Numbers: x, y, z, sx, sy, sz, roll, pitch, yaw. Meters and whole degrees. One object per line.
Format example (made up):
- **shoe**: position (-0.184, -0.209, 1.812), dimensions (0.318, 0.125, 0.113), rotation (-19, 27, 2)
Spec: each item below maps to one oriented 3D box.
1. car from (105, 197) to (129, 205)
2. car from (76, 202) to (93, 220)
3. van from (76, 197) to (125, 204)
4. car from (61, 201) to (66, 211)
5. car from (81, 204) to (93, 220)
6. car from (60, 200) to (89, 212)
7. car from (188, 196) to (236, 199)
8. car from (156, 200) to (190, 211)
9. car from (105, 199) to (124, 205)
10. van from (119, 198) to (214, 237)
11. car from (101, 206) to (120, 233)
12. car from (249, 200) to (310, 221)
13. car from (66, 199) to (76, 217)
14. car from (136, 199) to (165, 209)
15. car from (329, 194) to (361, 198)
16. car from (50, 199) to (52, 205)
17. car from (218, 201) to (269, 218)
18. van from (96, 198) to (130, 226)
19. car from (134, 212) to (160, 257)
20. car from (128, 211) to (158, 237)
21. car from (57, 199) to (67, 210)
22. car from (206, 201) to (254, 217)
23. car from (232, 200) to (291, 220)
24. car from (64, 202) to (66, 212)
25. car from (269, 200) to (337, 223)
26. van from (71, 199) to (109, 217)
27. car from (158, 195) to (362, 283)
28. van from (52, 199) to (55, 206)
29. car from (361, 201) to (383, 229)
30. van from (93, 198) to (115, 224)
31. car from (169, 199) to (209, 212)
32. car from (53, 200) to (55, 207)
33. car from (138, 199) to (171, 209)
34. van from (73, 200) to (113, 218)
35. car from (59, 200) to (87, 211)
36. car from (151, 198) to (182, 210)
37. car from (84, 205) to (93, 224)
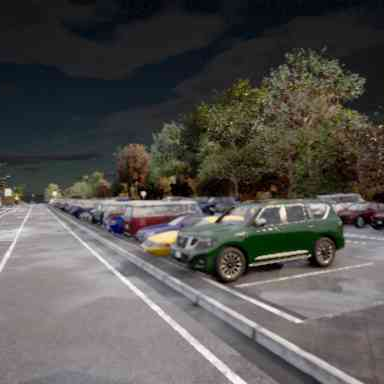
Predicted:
- **car**: position (-19.612, 2.367, 86.993), dimensions (5.566, 2.045, 2.435), rotation (-1, 0, -25)
- **car**: position (-8.596, 2.085, 33.049), dimensions (4.892, 1.521, 2.231), rotation (-1, 0, -25)
- **van**: position (-9.700, 1.906, 35.637), dimensions (4.442, 1.987, 1.878), rotation (-1, 0, -25)
- **car**: position (-16.970, 2.433, 50.796), dimensions (4.674, 1.452, 2.002), rotation (-1, 0, -25)
- **car**: position (-7.409, 2.075, 30.510), dimensions (4.674, 1.452, 2.002), rotation (-1, 0, -25)
- **car**: position (-20.586, 2.398, 58.391), dimensions (4.553, 1.767, 2.185), rotation (-1, 0, -25)
- **car**: position (2.927, 1.548, 39.177), dimensions (5.566, 2.045, 2.435), rotation (-1, 0, -25)
- **car**: position (-2.982, 2.048, 51.728), dimensions (4.792, 1.488, 2.163), rotation (-1, 0, -25)
- **car**: position (-20.820, 2.704, 89.632), dimensions (4.674, 1.452, 2.002), rotation (-1, 0, -25)
- **van**: position (-1.333, 1.503, 17.881), dimensions (4.442, 1.987, 1.878), rotation (-1, -1, -25)
- **car**: position (-2.631, 1.797, 20.362), dimensions (5.008, 1.535, 2.097), rotation (-1, -1, -25)
- **car**: position (7.689, 1.579, 29.140), dimensions (5.008, 1.535, 2.097), rotation (-1, -1, -25)
- **car**: position (-11.025, 1.927, 38.108), dimensions (5.566, 2.045, 2.435), rotation (-1, 0, -25)
- **car**: position (-7.686, 2.189, 61.786), dimensions (4.892, 1.521, 2.231), rotation (-1, 0, -25)
- **car**: position (10.026, 1.202, 24.111), dimensions (5.566, 2.045, 2.435), rotation (-1, -1, -25)
- **car**: position (-31.142, 2.904, 81.301), dimensions (5.366, 1.575, 1.946), rotation (-1, 0, -25)
- **car**: position (5.303, 1.729, 34.148), dimensions (4.792, 1.488, 2.163), rotation (-1, 0, -25)
- **van**: position (-3.934, 1.638, 22.856), dimensions (4.442, 1.987, 1.878), rotation (-1, -1, -25)
- **car**: position (0.790, 1.602, 12.680), dimensions (5.366, 1.575, 1.946), rotation (-1, -1, -25)
- **car**: position (-0.233, 1.706, 15.294), dimensions (4.674, 1.452, 2.002), rotation (-1, -1, -25)
- **car**: position (-18.197, 2.186, 53.322), dimensions (5.566, 2.045, 2.435), rotation (-1, 0, -25)
- **car**: position (4.169, 1.778, 36.690), dimensions (4.792, 1.488, 2.163), rotation (-1, 0, -25)
- **car**: position (6.677, 1.632, 31.732), dimensions (5.366, 1.575, 1.946), rotation (-1, -1, -25)
- **car**: position (-14.585, 2.308, 45.724), dimensions (4.892, 1.521, 2.231), rotation (-1, 0, -25)
- **car**: position (8.872, 1.518, 26.627), dimensions (4.892, 1.521, 2.231), rotation (-1, -1, -25)
- **van**: position (-13.284, 2.035, 43.242), dimensions (4.442, 1.987, 1.878), rotation (-1, 0, -25)
- **car**: position (2.119, 1.285, 10.214), dimensions (5.566, 2.045, 2.435), rotation (-1, -1, -25)
- **van**: position (-29.032, 2.601, 76.102), dimensions (4.442, 1.987, 1.878), rotation (-1, 0, -25)
- **car**: position (12.430, 1.323, 19.102), dimensions (5.008, 1.535, 2.097), rotation (-1, -1, -25)
- **van**: position (-4.917, 1.692, 25.489), dimensions (4.442, 1.987, 1.878), rotation (-1, -1, -25)
- **car**: position (-0.422, 1.925, 46.799), dimensions (5.366, 1.575, 1.946), rotation (-1, 0, -25)
- **car**: position (-25.339, 2.695, 68.543), dimensions (5.008, 1.535, 2.097), rotation (-1, 0, -25)
- **car**: position (-6.675, 2.147, 59.193), dimensions (5.366, 1.575, 1.946), rotation (-1, 0, -25)
- **van**: position (-12.089, 1.992, 40.706), dimensions (4.442, 1.987, 1.878), rotation (-1, 0, -25)
- **car**: position (-21.781, 2.441, 60.926), dimensions (4.553, 1.767, 2.185), rotation (-1, 0, -25)
- **car**: position (-4.117, 1.934, 54.266), dimensions (4.553, 1.767, 2.185), rotation (-1, 0, -25)
- **car**: position (-6.183, 2.010, 27.984), dimensions (4.792, 1.488, 2.163), rotation (-1, -1, -25)
